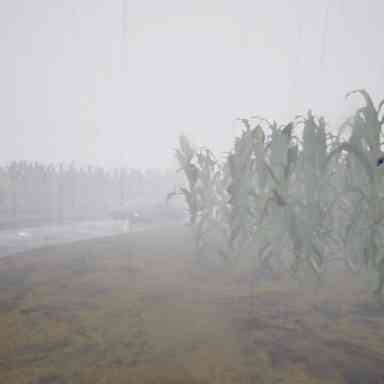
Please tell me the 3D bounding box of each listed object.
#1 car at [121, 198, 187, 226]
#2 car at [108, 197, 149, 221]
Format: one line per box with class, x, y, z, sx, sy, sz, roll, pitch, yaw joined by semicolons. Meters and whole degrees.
car;-2.107;1.287;21.240;1.994;1.385;4.181;0;1;36
car;-3.710;1.183;23.900;1.882;1.535;5.008;0;1;36
